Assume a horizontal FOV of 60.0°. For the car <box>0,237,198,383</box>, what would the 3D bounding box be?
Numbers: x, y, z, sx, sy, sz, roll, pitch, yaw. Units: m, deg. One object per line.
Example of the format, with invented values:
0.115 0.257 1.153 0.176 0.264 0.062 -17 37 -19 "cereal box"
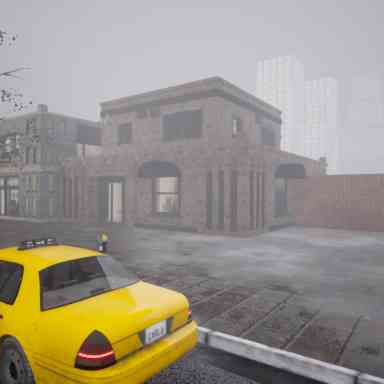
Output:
-2.469 1.455 5.008 5.366 1.575 1.801 0 0 35 "car"
